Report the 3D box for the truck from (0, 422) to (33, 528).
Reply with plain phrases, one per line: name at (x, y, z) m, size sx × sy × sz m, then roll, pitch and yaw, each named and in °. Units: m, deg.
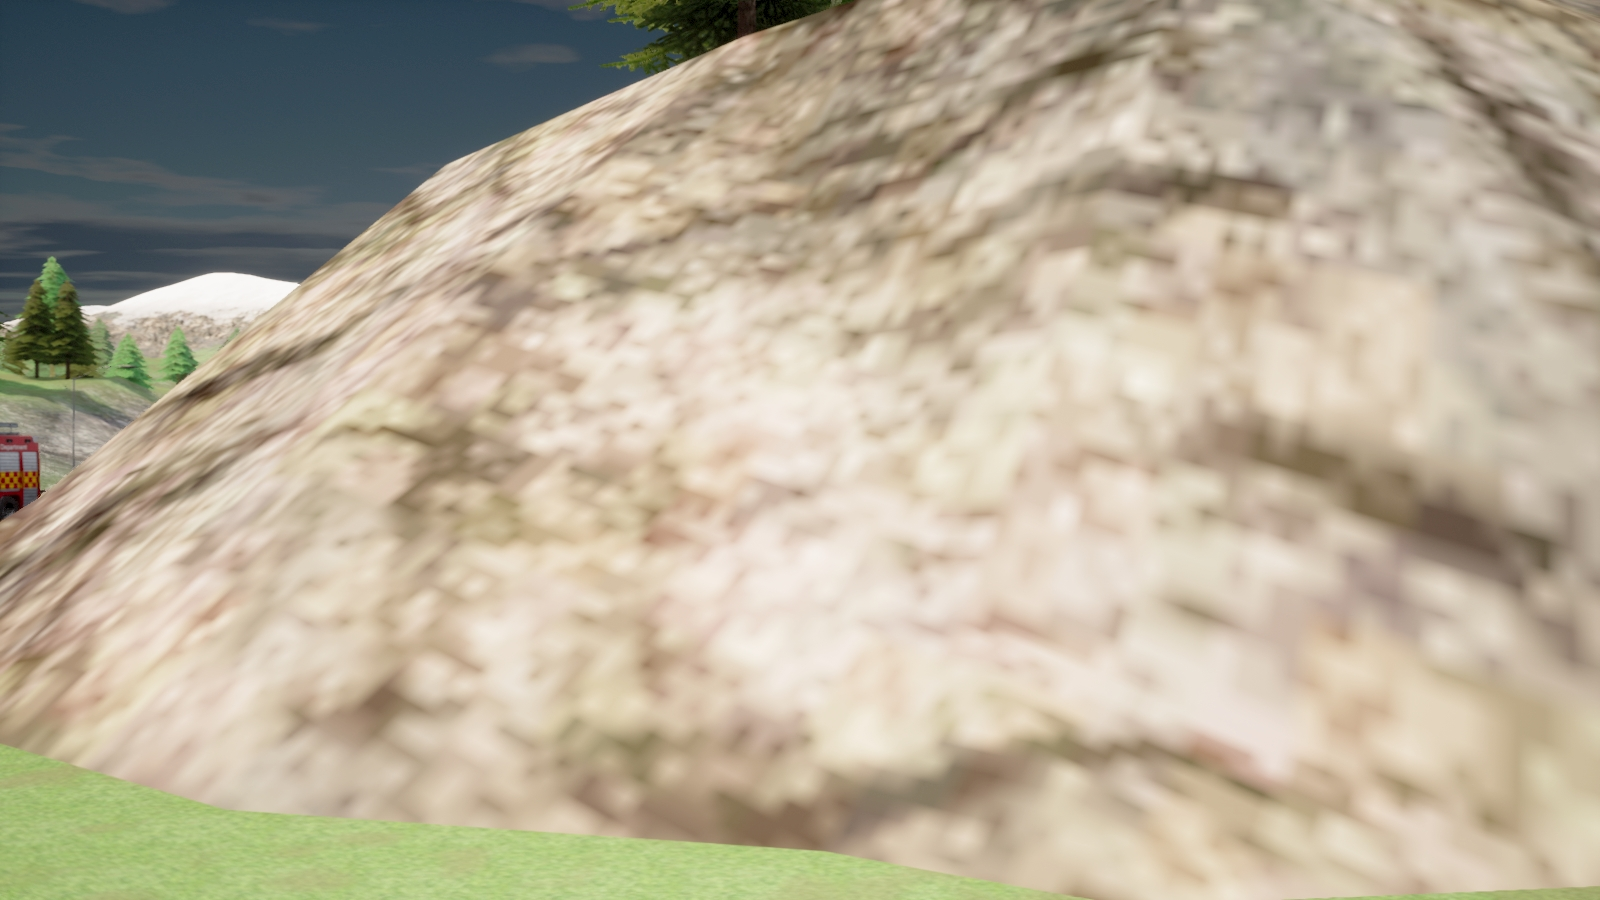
truck at (-30.279, 0.903, 38.815) m, size 2.891 × 3.827 × 8.468 m, roll 0°, pitch 0°, yaw -1°
